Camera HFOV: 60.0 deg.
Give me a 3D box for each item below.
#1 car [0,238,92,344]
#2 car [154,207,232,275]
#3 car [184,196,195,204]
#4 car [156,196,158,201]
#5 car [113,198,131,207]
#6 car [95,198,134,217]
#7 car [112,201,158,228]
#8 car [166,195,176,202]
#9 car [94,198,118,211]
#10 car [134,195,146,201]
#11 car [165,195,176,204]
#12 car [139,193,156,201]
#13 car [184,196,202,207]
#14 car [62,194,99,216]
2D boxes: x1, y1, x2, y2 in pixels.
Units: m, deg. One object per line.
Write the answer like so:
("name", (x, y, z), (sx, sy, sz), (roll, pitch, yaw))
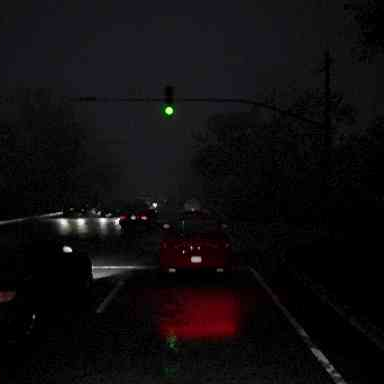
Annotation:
("car", (-3.398, 1.559, 6.398), (1.994, 1.385, 4.181), (0, 0, 0))
("car", (0.102, 1.469, 10.461), (1.882, 1.535, 5.008), (0, 0, 0))
("car", (-0.568, 1.513, 63.041), (1.994, 1.385, 4.181), (0, 0, -2))
("car", (-7.688, 1.440, 65.662), (2.128, 1.511, 4.902), (0, 0, -2))
("car", (-10.783, 1.559, 51.749), (1.895, 1.301, 4.718), (0, 0, -1))
("car", (-7.085, 1.522, 31.114), (2.033, 1.411, 5.357), (0, 0, -1))
("car", (-3.400, 1.530, 21.749), (2.033, 1.411, 5.357), (0, 0, 0))
("car", (-4.535, 1.389, 72.497), (2.033, 1.411, 5.357), (0, 0, -3))
("car", (-10.680, 1.530, 41.726), (1.994, 1.385, 4.181), (0, 0, -1))
("car", (-7.170, 1.493, 40.692), (1.812, 1.442, 4.674), (0, 0, 0))
("car", (-4.035, 1.497, 62.041), (2.033, 1.411, 5.357), (0, 0, -2))
("car", (-7.282, 1.180, 51.326), (2.150, 2.045, 5.566), (0, 0, -1))
("car", (0.071, 1.497, 34.973), (1.812, 1.442, 4.674), (0, 0, 0))
("car", (-10.595, 1.196, 32.339), (2.150, 2.045, 5.566), (0, 0, 2))
